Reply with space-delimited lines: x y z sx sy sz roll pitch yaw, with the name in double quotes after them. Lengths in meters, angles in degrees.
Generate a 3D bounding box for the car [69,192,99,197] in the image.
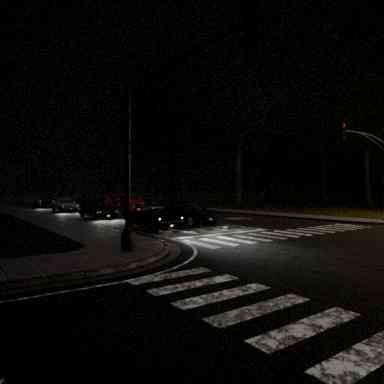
-12.491 1.083 39.687 2.150 2.045 5.566 0 0 -36 "car"

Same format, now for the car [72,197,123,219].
-8.056 1.454 28.027 2.033 1.411 5.357 0 0 -36 "car"

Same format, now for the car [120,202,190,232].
-2.397 1.542 20.214 1.895 1.301 4.718 0 0 -36 "car"

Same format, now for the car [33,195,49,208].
-19.635 1.203 44.067 2.097 1.767 4.553 0 0 -35 "car"

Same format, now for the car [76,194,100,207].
-15.631 1.186 49.794 2.097 1.767 4.553 0 0 -35 "car"

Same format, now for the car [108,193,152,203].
-6.206 1.117 31.010 2.150 2.045 5.566 0 0 -36 "car"

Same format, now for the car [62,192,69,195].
-21.442 1.037 57.716 2.150 2.045 5.566 0 0 -36 "car"

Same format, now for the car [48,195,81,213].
-13.677 1.402 35.786 1.812 1.442 4.674 0 0 -36 "car"

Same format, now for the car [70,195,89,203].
-21.608 1.292 63.661 2.128 1.511 4.902 0 0 -36 "car"

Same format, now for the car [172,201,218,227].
-0.245 1.409 22.788 1.882 1.535 5.008 0 0 -35 "car"
